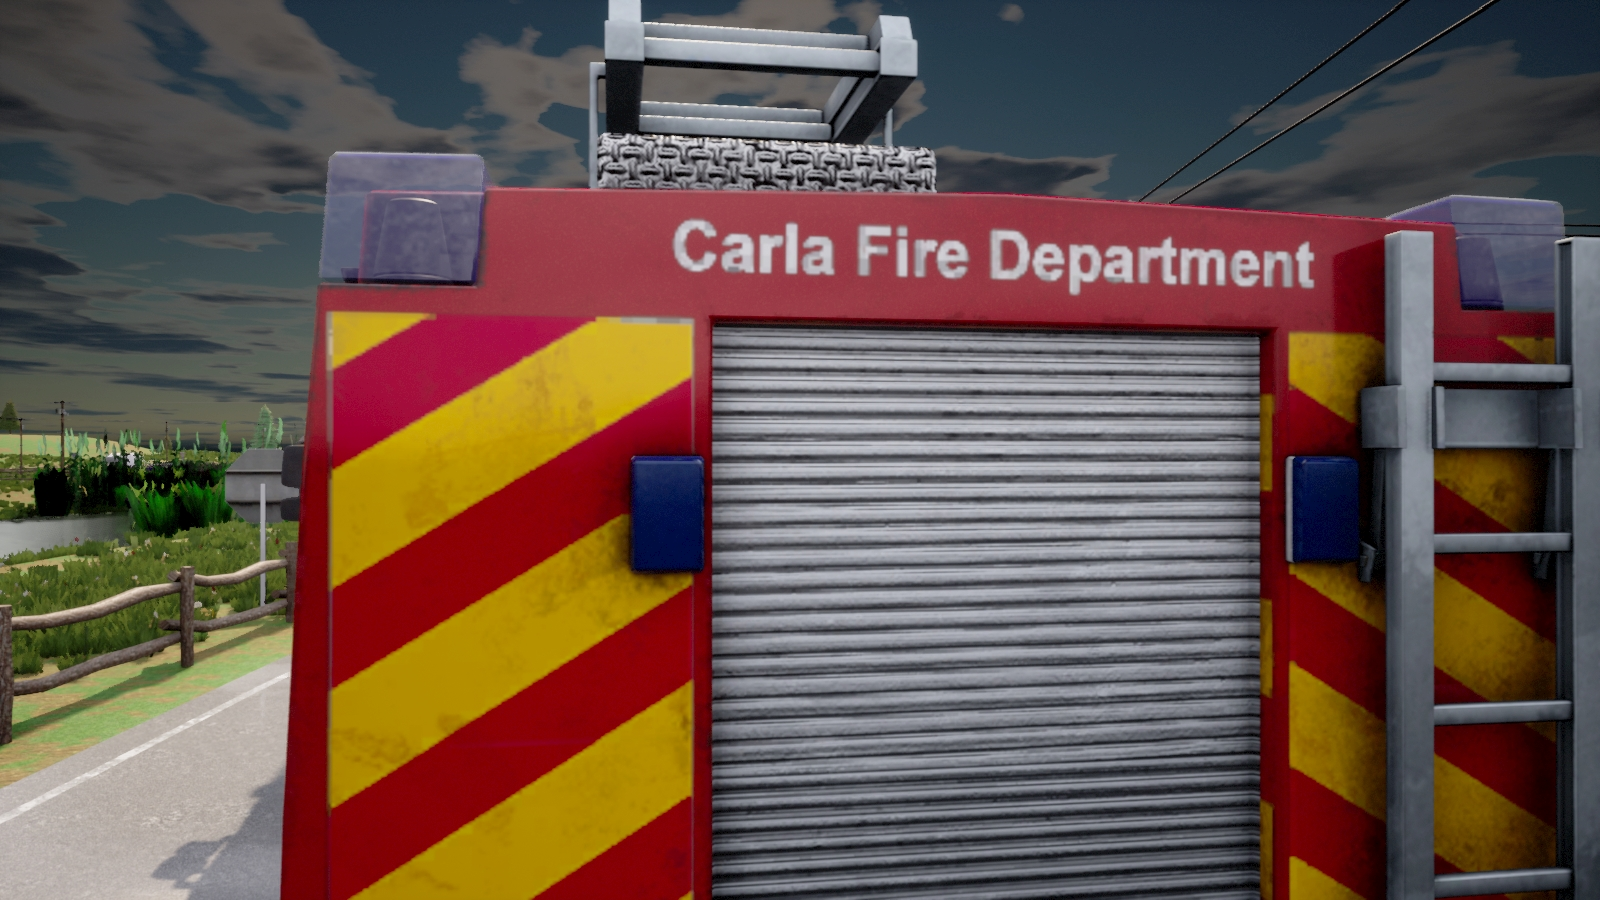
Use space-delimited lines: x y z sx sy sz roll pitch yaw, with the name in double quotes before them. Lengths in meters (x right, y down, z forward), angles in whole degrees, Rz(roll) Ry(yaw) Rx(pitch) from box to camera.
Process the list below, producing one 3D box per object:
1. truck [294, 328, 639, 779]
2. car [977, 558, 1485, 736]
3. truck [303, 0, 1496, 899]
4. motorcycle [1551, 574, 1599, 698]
"truck" -3.807 0.861 14.134 2.891 3.827 8.468 0 0 -13
"car" 4.587 2.059 12.590 4.792 1.488 2.163 0 0 -8
"truck" -0.331 0.863 6.871 2.891 3.827 8.468 0 0 -9
"motorcycle" 9.890 2.142 13.278 1.805 1.316 0.856 0 0 -6
